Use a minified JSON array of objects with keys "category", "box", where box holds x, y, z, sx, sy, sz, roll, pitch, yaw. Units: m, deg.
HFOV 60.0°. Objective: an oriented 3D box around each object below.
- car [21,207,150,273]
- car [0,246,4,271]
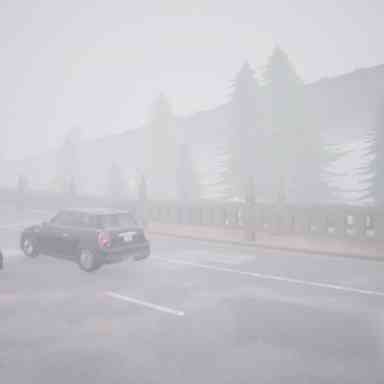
[{"category":"car","box":[-3.553,1.276,10.777,4.553,1.767,2.097,2,1,36]},{"category":"car","box":[-6.823,1.438,8.827,4.181,1.385,1.994,2,1,36]}]
